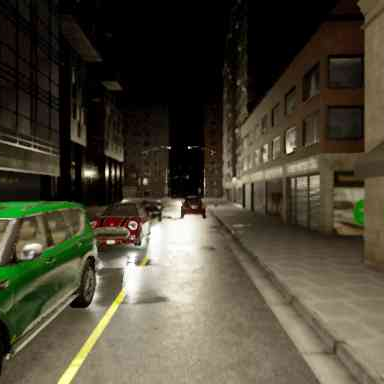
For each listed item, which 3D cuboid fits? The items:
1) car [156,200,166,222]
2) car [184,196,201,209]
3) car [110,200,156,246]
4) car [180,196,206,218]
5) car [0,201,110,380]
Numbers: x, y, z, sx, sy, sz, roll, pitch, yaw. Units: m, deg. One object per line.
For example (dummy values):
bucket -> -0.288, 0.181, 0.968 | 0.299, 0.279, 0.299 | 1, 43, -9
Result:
car -> -3.053, 1.382, 25.222 | 2.128, 1.511, 4.902 | 0, 0, 0
car -> 0.062, 1.307, 43.230 | 2.128, 1.511, 4.902 | 0, 0, 0
car -> -3.067, 1.287, 14.849 | 2.097, 1.767, 4.553 | 0, 0, 0
car -> 0.105, 1.228, 28.553 | 2.097, 1.767, 4.553 | 0, 0, 0
car -> -3.074, 1.200, 4.945 | 2.150, 2.045, 5.566 | 0, 0, 1
